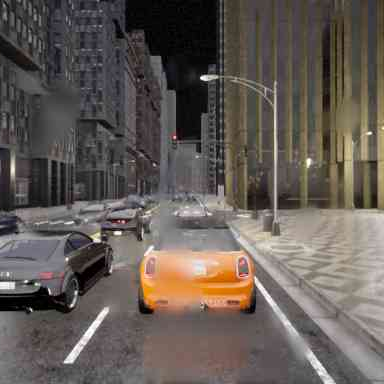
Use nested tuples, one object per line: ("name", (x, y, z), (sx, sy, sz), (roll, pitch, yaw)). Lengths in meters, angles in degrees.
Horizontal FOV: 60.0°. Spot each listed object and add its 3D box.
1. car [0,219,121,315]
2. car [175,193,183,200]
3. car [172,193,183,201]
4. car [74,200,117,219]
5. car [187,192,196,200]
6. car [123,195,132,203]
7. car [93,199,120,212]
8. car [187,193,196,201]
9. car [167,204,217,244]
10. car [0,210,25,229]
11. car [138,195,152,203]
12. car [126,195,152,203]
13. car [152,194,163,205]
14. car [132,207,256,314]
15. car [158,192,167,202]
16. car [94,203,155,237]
("car", (-3.164, 1.562, 7.667), (1.994, 1.385, 4.181), (0, 0, 0))
("car", (-3.338, 1.126, 84.315), (1.837, 1.490, 4.892), (0, 0, 0))
("car", (-3.327, 1.176, 74.279), (2.097, 1.767, 4.553), (0, 0, 0))
("car", (-6.624, 1.506, 23.141), (1.812, 1.442, 4.674), (0, 0, 0))
("car", (-0.088, 0.982, 84.287), (2.097, 1.767, 4.553), (0, 0, 0))
("car", (-9.895, 1.250, 54.593), (2.097, 1.767, 4.553), (0, 0, 0))
("car", (-9.892, 1.548, 38.819), (1.895, 1.301, 4.718), (0, 0, 0))
("car", (-0.077, 1.345, 74.313), (1.812, 1.442, 4.674), (0, 0, 0))
("car", (0.015, 1.480, 16.770), (2.128, 1.511, 4.902), (0, 0, 1))
("car", (-9.865, 1.554, 16.011), (1.994, 1.385, 4.181), (0, 0, 0))
("car", (-9.823, 1.370, 69.594), (2.128, 1.511, 4.902), (0, 0, 0))
("car", (-6.599, 1.486, 41.980), (2.033, 1.411, 5.357), (0, 0, -2))
("car", (-6.645, 1.436, 56.907), (2.033, 1.411, 5.357), (0, 0, 0))
("car", (0.096, 1.350, 7.764), (2.097, 1.767, 4.553), (0, 0, 0))
("car", (-6.576, 1.059, 72.678), (2.150, 2.045, 5.566), (0, 0, 0))
("car", (-3.165, 1.494, 16.563), (1.837, 1.490, 4.892), (0, 0, 0))
